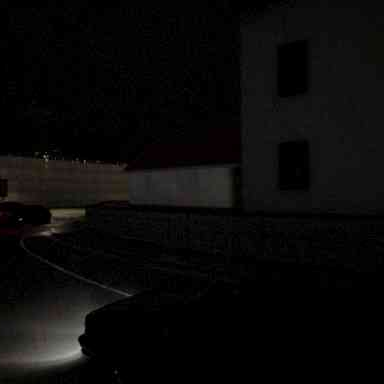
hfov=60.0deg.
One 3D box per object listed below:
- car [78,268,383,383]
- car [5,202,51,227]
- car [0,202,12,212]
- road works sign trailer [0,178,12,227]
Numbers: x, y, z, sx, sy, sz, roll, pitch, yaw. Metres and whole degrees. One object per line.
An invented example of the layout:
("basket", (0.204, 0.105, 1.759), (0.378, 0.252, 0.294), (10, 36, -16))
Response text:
("car", (1.127, 1.560, 3.326), (5.357, 1.411, 2.033), (-1, 0, 38))
("car", (-12.238, 1.764, 25.439), (1.882, 1.535, 5.008), (0, 0, -10))
("car", (-23.570, 1.984, 42.537), (5.008, 1.535, 1.882), (-1, -1, 32))
("road works sign trailer", (-15.016, 0.771, 24.837), (2.380, 3.560, 2.880), (0, 0, -20))
